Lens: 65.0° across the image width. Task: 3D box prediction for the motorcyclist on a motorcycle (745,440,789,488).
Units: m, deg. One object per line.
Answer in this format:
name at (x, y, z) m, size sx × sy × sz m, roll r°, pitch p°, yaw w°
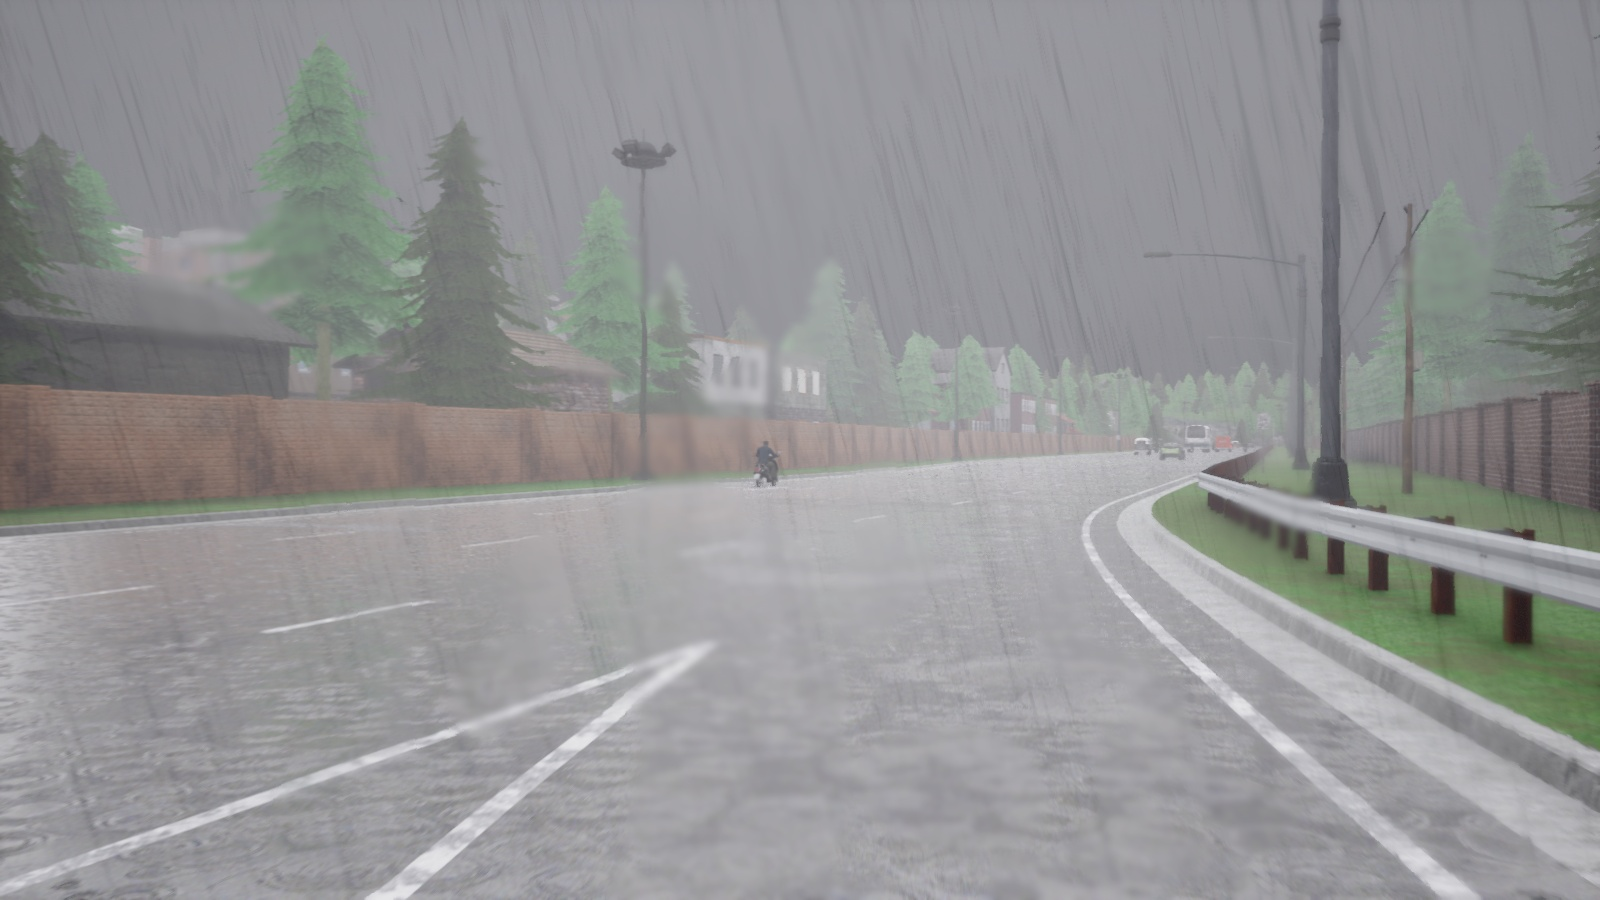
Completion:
motorcyclist on a motorcycle at (-1.099, 0.459, 42.332) m, size 0.866 × 1.590 × 1.817 m, roll 0°, pitch 0°, yaw 21°
